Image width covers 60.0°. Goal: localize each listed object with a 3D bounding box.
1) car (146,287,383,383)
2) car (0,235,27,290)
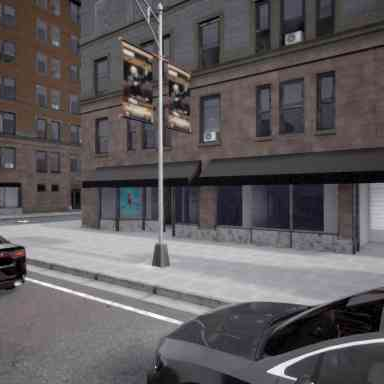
[{"bbox_3d":[1.823,1.505,2.388,4.892,1.490,1.837,0,0,35],"label":"car"},{"bbox_3d":[-5.911,1.478,7.878,5.008,1.535,1.882,0,0,35],"label":"car"}]
